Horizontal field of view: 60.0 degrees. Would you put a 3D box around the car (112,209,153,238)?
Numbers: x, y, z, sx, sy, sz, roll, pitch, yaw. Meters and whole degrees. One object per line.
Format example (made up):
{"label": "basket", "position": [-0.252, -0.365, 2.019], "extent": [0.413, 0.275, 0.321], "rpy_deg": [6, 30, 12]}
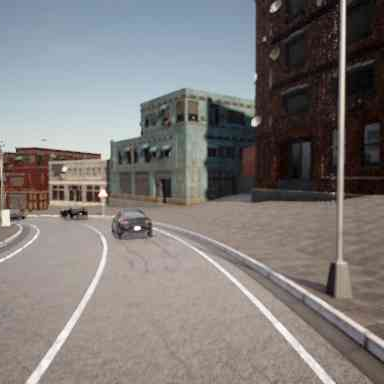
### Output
{"label": "car", "position": [-3.440, 1.687, 18.750], "extent": [1.812, 1.442, 4.674], "rpy_deg": [-1, -1, -18]}

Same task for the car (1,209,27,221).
{"label": "car", "position": [-22.664, 2.909, 41.720], "extent": [5.357, 1.411, 2.033], "rpy_deg": [-4, -1, 42]}

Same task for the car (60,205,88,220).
{"label": "car", "position": [-13.092, 2.225, 36.622], "extent": [1.882, 1.535, 5.008], "rpy_deg": [-2, -1, -37]}
